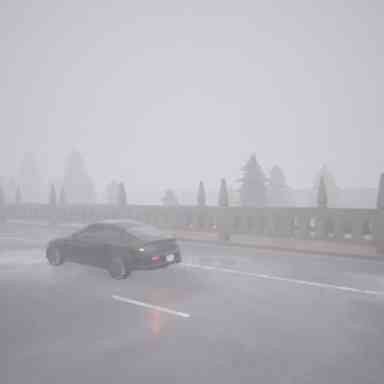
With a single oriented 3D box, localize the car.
[{"bbox_3d":[-2.445,1.566,10.033,4.674,1.442,1.812,0,0,35],"label":"car"}]
